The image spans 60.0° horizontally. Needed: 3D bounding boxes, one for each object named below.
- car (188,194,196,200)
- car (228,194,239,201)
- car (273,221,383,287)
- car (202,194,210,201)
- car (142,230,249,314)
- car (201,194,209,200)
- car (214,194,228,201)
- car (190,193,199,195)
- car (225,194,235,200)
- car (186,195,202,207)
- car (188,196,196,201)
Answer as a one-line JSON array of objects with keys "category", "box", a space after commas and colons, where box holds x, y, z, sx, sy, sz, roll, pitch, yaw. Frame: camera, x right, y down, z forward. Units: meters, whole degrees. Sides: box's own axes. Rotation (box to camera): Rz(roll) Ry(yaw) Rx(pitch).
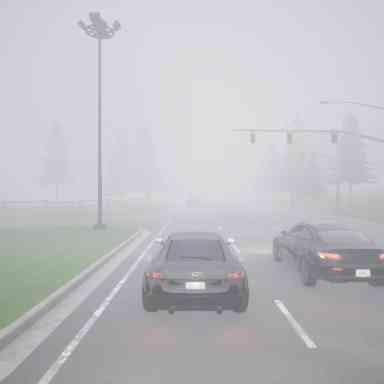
[{"category": "car", "box": [0.020, 1.358, 92.170, 2.128, 1.511, 4.902, 0, 0, 0]}, {"category": "car", "box": [10.518, 1.517, 82.164, 1.812, 1.442, 4.674, 0, 0, 0]}, {"category": "car", "box": [3.581, 1.526, 9.233, 1.812, 1.442, 4.674, 0, 0, 0]}, {"category": "car", "box": [3.518, 1.545, 82.166, 1.994, 1.385, 4.181, 0, 0, 0]}, {"category": "car", "box": [0.072, 1.564, 7.687, 1.994, 1.385, 4.181, 0, 0, 0]}, {"category": "car", "box": [3.520, 1.358, 92.169, 2.128, 1.511, 4.902, 0, 0, 0]}, {"category": "car", "box": [7.018, 1.517, 82.165, 1.812, 1.442, 4.674, 0, 0, 0]}, {"category": "car", "box": [0.429, 1.223, 66.006, 2.150, 2.045, 5.566, 0, 0, 0]}, {"category": "car", "box": [10.520, 1.372, 92.168, 2.033, 1.411, 5.357, 0, 0, 0]}, {"category": "car", "box": [0.011, 1.548, 51.130, 2.033, 1.411, 5.357, 0, 0, 0]}, {"category": "car", "box": [0.018, 1.588, 82.197, 1.895, 1.301, 4.718, 0, 0, 0]}]
